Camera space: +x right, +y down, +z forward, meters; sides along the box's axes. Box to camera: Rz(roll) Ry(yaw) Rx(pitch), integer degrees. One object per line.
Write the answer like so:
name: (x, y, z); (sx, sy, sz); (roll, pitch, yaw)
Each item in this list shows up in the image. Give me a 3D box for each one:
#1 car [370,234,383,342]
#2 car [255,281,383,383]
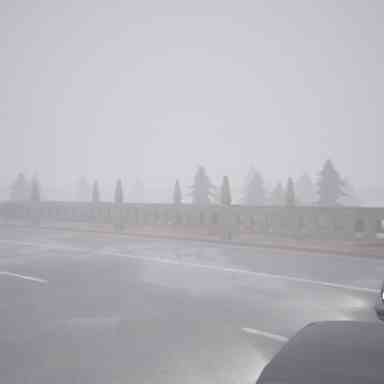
car: (5.456, 1.521, 4.282); (5.357, 1.411, 2.033); (0, 0, 36)
car: (2.991, 1.535, 1.759); (5.357, 1.411, 2.033); (0, 0, 36)
